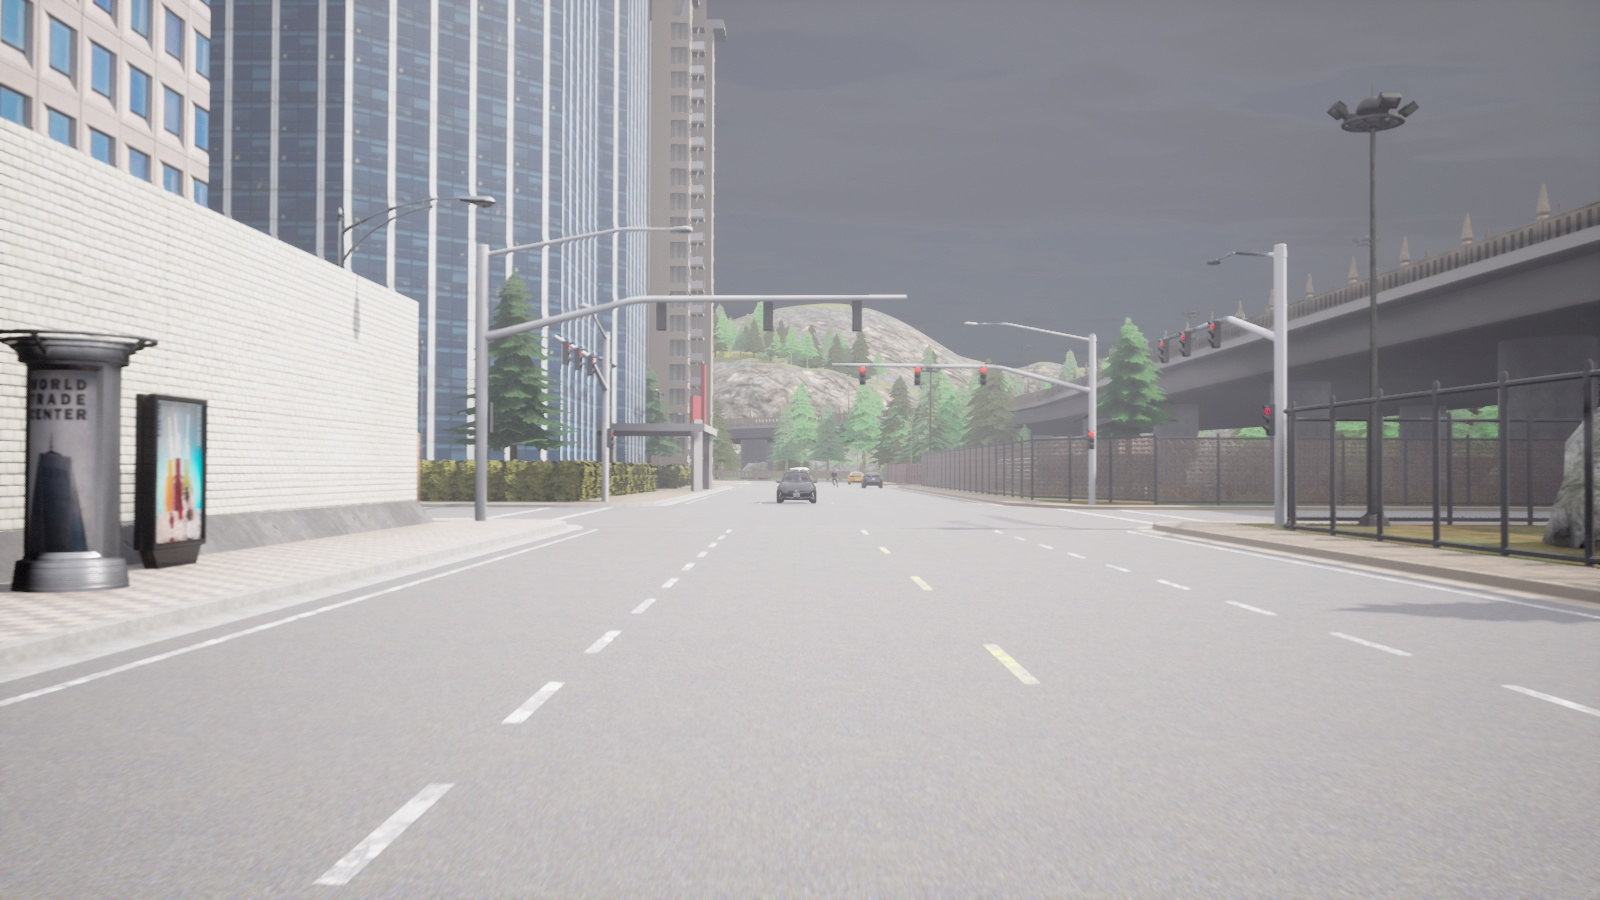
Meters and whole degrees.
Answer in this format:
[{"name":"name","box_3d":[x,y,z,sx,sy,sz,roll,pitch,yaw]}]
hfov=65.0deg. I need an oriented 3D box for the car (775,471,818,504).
[{"name":"car","box_3d":[-0.150,1.784,61.058,2.007,1.525,4.514,0,-1,0]}]
